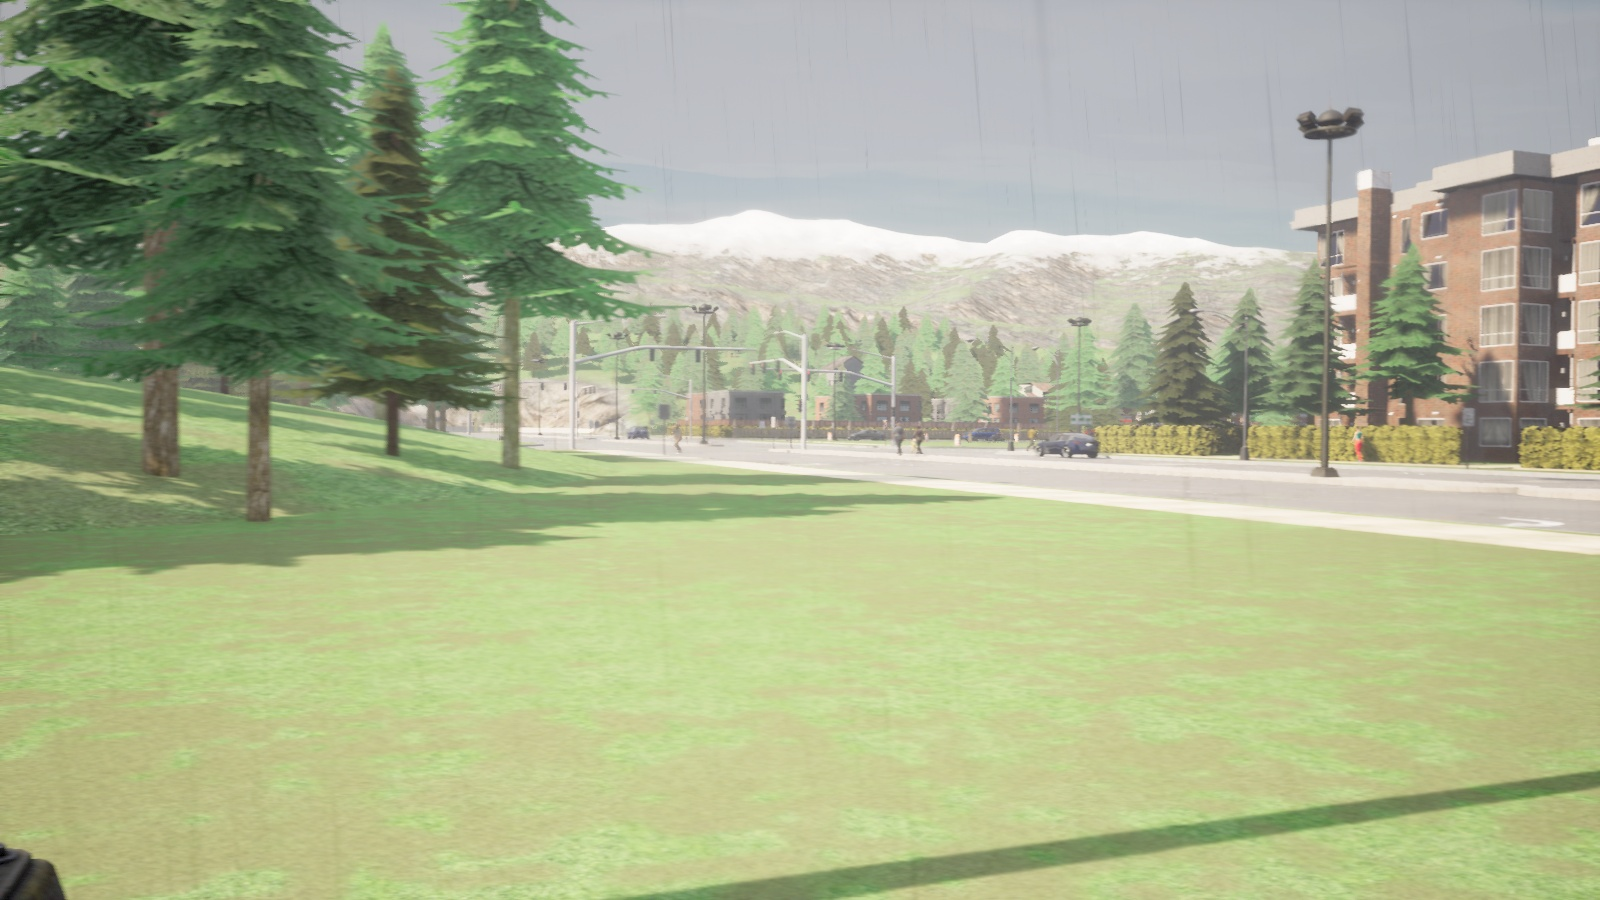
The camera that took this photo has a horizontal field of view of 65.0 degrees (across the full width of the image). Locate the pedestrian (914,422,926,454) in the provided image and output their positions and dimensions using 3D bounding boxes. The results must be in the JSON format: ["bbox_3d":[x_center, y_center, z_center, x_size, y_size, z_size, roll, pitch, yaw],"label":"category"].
[{"bbox_3d":[6.906,-0.692,72.147,0.328,1.805,0.869,-1,1,-22],"label":"pedestrian"}]

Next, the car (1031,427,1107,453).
[{"bbox_3d":[15.939,-0.620,74.684,2.163,1.488,4.792,-1,1,-21],"label":"car"}]

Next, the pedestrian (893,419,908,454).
[{"bbox_3d":[5.362,-0.716,67.136,0.540,1.848,0.694,-1,1,-18],"label":"pedestrian"}]

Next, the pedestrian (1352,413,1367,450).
[{"bbox_3d":[27.888,-0.916,62.579,0.345,1.836,0.594,-1,1,-22],"label":"pedestrian"}]
